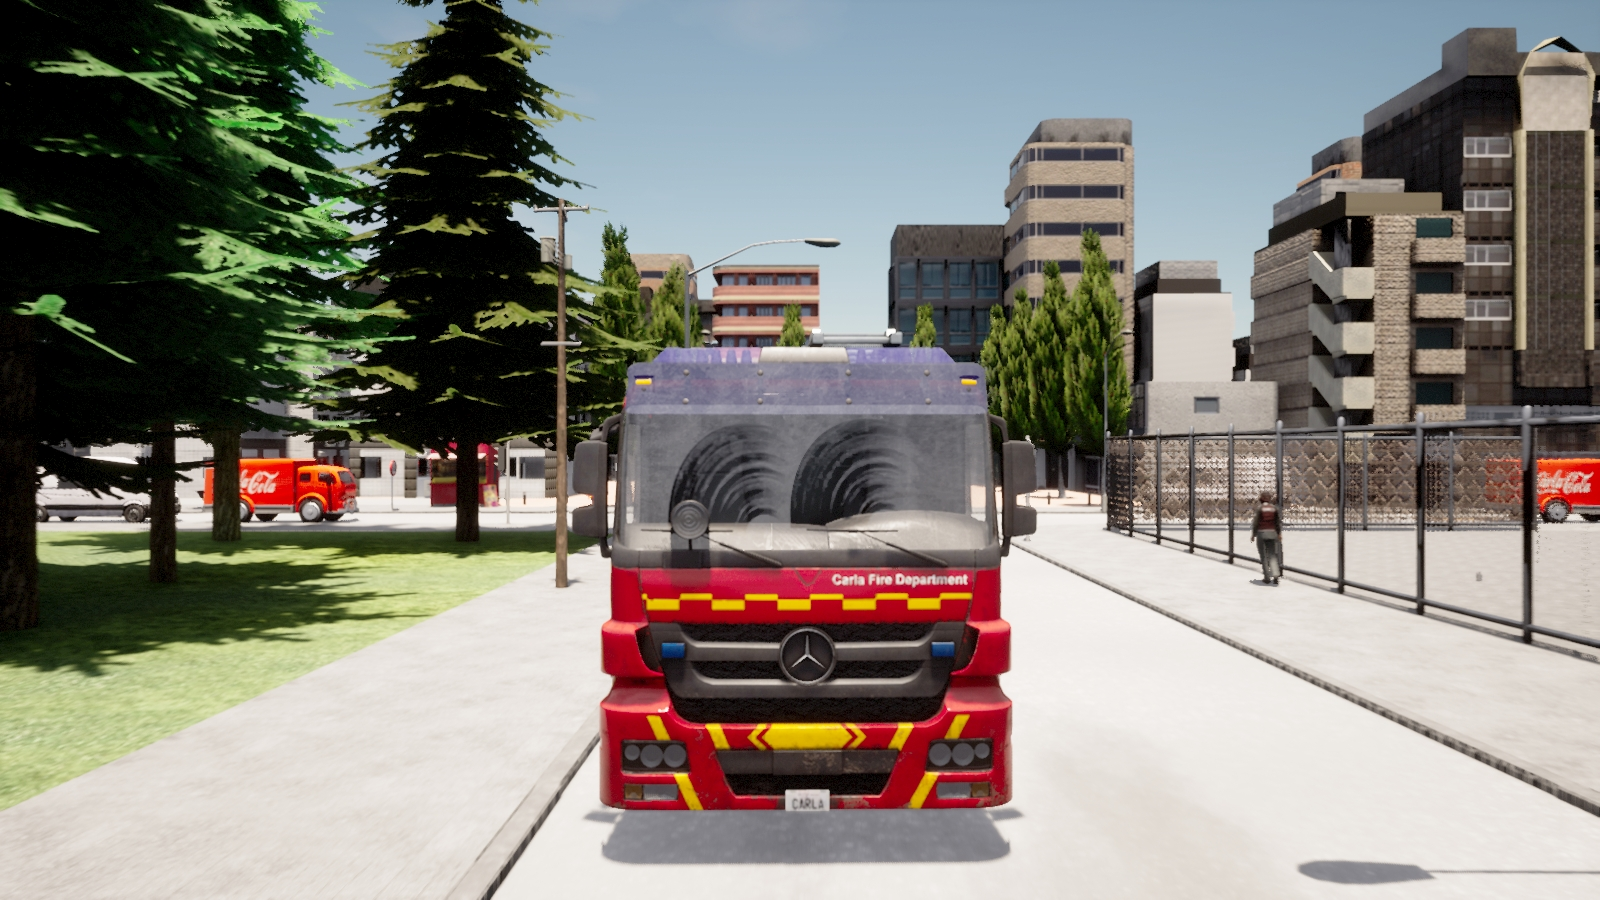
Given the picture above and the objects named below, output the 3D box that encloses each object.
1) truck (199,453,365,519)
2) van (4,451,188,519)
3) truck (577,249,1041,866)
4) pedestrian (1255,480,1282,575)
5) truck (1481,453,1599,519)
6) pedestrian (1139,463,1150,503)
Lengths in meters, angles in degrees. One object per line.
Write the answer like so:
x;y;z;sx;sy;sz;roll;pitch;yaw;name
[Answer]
-19.912;1.349;44.142;5.204;2.467;2.627;0;0;0;truck
-27.143;1.316;44.191;5.915;2.561;1.988;0;0;0;van
-0.020;0.671;11.349;2.891;3.827;8.468;0;0;-1;truck
9.317;1.525;22.718;0.375;1.860;0.375;0;0;-1;pedestrian
29.642;1.349;44.022;5.204;2.467;2.627;0;0;1;truck
16.048;1.524;53.211;0.375;1.860;0.375;0;0;-16;pedestrian
